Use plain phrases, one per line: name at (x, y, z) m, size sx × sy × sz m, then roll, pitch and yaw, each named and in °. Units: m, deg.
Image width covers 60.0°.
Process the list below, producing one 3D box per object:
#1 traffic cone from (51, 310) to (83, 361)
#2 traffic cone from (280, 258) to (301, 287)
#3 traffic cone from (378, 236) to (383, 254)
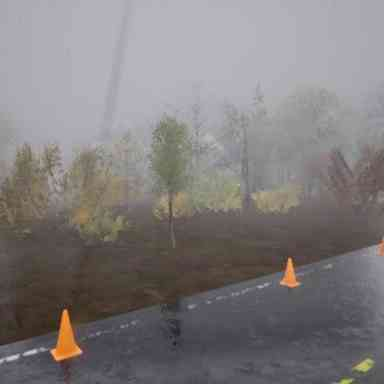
traffic cone at (-1.739, 1.926, 4.592) m, size 0.340 × 0.580 × 0.340 m, roll -2°, pitch 1°, yaw -36°
traffic cone at (2.224, 1.794, 7.544) m, size 0.340 × 0.580 × 0.340 m, roll -2°, pitch 1°, yaw -37°
traffic cone at (6.127, 1.663, 10.578) m, size 0.340 × 0.580 × 0.340 m, roll -2°, pitch 1°, yaw -38°
